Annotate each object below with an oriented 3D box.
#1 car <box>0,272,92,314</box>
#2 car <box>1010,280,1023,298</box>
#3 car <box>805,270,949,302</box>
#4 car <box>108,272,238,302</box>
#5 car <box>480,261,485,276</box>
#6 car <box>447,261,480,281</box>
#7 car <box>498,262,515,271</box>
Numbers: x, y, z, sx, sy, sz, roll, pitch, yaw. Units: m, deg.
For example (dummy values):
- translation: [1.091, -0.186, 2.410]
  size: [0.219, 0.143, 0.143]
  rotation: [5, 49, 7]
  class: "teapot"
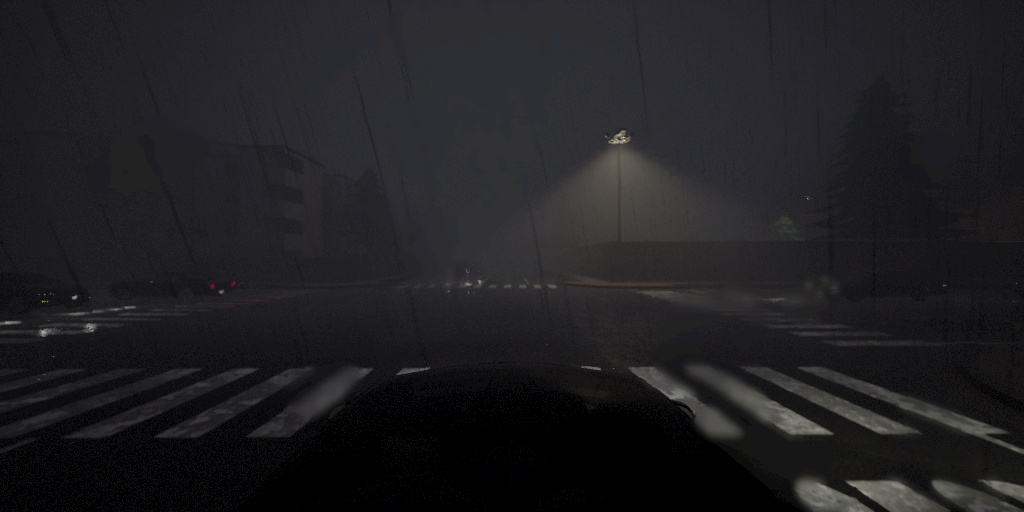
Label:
- translation: [-19.060, 1.333, 13.558]
  size: [4.892, 1.490, 1.837]
  rotation: [0, 0, -2]
  class: "car"
- translation: [27.283, 1.449, 17.139]
  size: [4.718, 1.301, 1.895]
  rotation: [0, 0, 0]
  class: "car"
- translation: [17.377, 1.397, 17.193]
  size: [5.357, 1.411, 2.033]
  rotation: [0, 0, 0]
  class: "car"
- translation: [-16.289, 1.454, 17.342]
  size: [4.718, 1.301, 1.895]
  rotation: [0, 0, -1]
  class: "car"
- translation: [-4.356, 1.347, 41.818]
  size: [2.097, 1.767, 4.553]
  rotation: [0, 0, 0]
  class: "car"
- translation: [-4.363, 1.282, 31.899]
  size: [2.097, 1.767, 4.553]
  rotation: [0, 0, 1]
  class: "car"
- translation: [-0.949, 1.653, 59.285]
  size: [2.033, 1.411, 5.357]
  rotation: [0, 0, -15]
  class: "car"
